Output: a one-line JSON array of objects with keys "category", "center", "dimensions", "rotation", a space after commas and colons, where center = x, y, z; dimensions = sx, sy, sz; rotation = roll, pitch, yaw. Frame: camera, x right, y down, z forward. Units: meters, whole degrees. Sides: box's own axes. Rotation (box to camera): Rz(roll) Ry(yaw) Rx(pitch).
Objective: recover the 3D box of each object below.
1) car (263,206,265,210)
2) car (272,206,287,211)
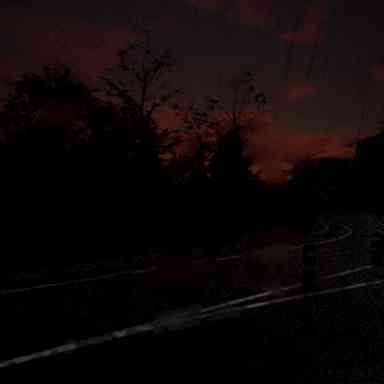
[{"category": "car", "center": [17.598, 4.304, 82.851], "dimensions": [2.163, 1.488, 4.792], "rotation": [1, -4, -28]}, {"category": "car", "center": [20.169, 3.979, 78.003], "dimensions": [2.002, 1.452, 4.674], "rotation": [3, -5, -28]}]
